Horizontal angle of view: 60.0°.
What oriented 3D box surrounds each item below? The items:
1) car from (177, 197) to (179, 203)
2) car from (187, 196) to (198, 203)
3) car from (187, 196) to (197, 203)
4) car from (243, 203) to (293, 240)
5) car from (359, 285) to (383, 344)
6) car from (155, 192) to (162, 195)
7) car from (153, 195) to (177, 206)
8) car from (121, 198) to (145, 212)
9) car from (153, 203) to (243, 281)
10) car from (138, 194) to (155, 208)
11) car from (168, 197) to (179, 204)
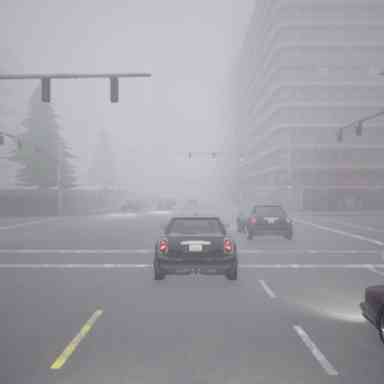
[{"bbox_3d":[-3.568,1.637,54.638,1.994,1.385,4.181,0,0,0],"label":"car"},{"bbox_3d":[0.103,1.600,56.375,1.812,1.442,4.674,0,0,0],"label":"car"},{"bbox_3d":[0.003,1.625,74.962,2.128,1.511,4.902,0,0,0],"label":"car"},{"bbox_3d":[3.596,1.359,17.216,2.097,1.767,4.553,0,0,0],"label":"car"},{"bbox_3d":[3.601,1.551,2.858,2.033,1.411,5.357,0,0,0],"label":"car"},{"bbox_3d":[-7.045,1.298,57.592,2.150,2.045,5.566,0,0,1],"label":"car"},{"bbox_3d":[-3.594,1.551,44.751,2.128,1.511,4.902,0,0,0],"label":"car"},{"bbox_3d":[-7.098,1.653,39.282,1.895,1.301,4.718,0,0,0],"label":"car"},{"bbox_3d":[0.094,1.365,10.085,2.097,1.767,4.553,0,0,0],"label":"car"},{"bbox_3d":[-7.087,1.416,48.177,2.097,1.767,4.553,0,0,0],"label":"car"},{"bbox_3d":[-3.497,1.687,64.770,1.895,1.301,4.718,0,0,0],"label":"car"}]
